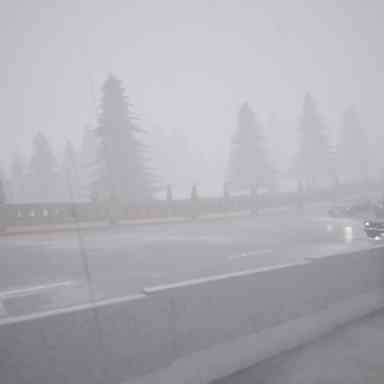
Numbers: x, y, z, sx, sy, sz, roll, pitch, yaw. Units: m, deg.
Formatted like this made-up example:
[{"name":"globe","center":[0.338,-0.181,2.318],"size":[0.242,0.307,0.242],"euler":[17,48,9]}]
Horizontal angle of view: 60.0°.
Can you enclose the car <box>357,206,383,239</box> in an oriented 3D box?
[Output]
[{"name":"car","center":[9.920,1.447,15.360],"size":[4.718,1.301,1.895],"euler":[-2,1,-35]}]

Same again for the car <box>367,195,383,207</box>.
[{"name":"car","center":[14.925,0.729,23.222],"size":[5.566,2.045,2.150],"euler":[-3,2,-35]}]

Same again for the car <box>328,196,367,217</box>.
[{"name":"car","center":[12.472,1.059,25.771],"size":[4.674,1.442,1.812],"euler":[-4,2,-35]}]
